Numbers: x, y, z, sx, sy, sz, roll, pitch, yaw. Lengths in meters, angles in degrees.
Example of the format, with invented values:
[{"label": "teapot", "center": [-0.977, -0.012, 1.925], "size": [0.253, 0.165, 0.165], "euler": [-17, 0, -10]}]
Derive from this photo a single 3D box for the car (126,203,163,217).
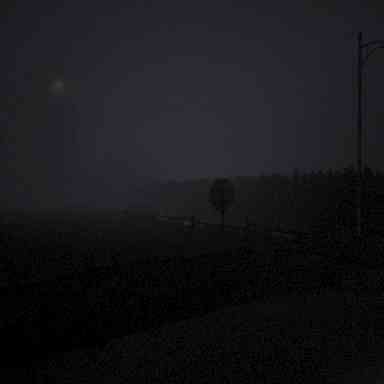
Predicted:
[{"label": "car", "center": [-4.313, 1.786, 29.312], "size": [1.837, 1.490, 4.892], "euler": [1, -1, -36]}]
